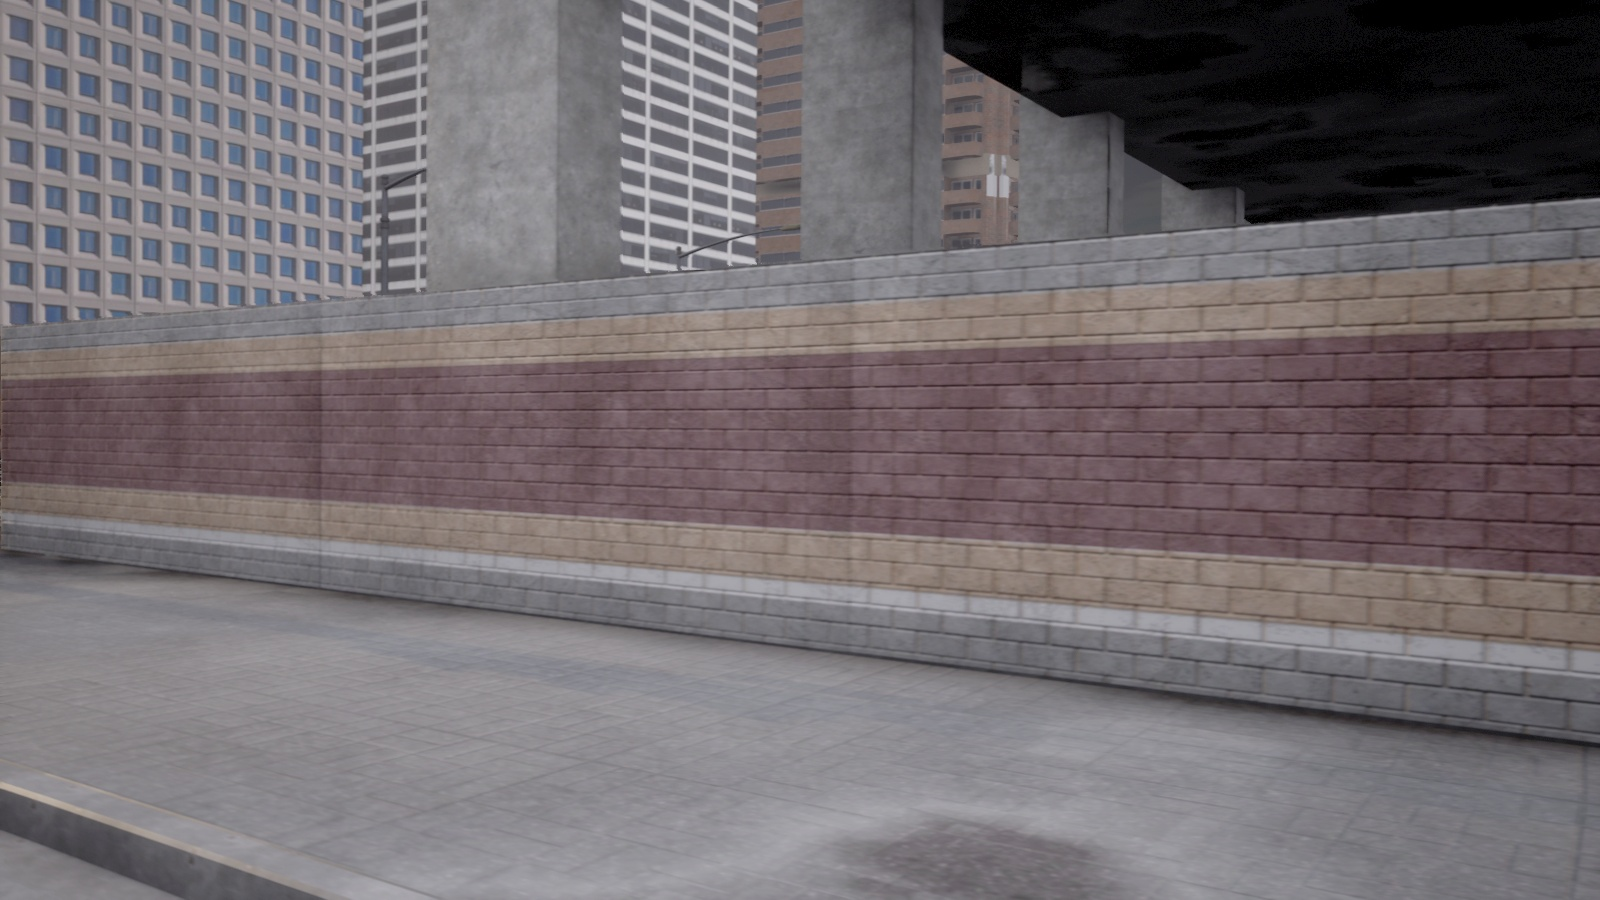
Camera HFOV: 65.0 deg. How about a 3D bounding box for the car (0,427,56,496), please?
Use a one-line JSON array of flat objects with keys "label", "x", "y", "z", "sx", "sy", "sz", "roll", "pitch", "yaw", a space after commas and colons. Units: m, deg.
[{"label": "car", "x": -20.767, "y": 0.300, "z": 29.650, "sx": 2.152, "sy": 1.651, "sz": 5.027, "roll": 0, "pitch": 1, "yaw": 34}]
